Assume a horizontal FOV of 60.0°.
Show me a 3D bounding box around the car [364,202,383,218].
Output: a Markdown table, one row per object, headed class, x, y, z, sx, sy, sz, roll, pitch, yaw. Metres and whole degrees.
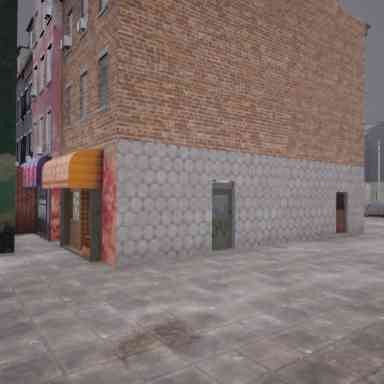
| class | x | y | z | sx | sy | sz | roll | pitch | yaw |
| --- | --- | --- | --- | --- | --- | --- | --- | --- | --- |
| car | 15.729 | 1.534 | 27.215 | 2.033 | 1.411 | 5.357 | 1 | 0 | -36 |
